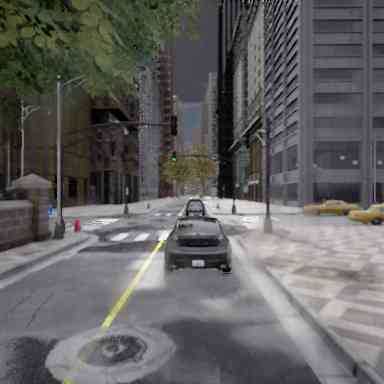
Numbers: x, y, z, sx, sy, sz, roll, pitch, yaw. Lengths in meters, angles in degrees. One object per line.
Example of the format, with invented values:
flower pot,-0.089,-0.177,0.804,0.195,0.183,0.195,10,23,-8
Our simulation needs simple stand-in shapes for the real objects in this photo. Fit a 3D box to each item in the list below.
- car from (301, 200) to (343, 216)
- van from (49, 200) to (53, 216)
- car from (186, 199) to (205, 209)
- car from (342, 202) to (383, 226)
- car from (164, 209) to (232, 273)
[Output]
car,12.253,1.370,29.640,4.829,1.417,1.752,-1,1,1
van,-14.666,1.627,29.939,3.998,1.788,1.690,-1,1,1
car,0.353,1.528,34.688,2.033,1.649,4.856,0,0,0
car,12.507,1.370,21.112,4.829,1.417,1.752,-1,1,1
car,0.175,1.528,10.698,1.837,1.490,4.892,0,0,0
